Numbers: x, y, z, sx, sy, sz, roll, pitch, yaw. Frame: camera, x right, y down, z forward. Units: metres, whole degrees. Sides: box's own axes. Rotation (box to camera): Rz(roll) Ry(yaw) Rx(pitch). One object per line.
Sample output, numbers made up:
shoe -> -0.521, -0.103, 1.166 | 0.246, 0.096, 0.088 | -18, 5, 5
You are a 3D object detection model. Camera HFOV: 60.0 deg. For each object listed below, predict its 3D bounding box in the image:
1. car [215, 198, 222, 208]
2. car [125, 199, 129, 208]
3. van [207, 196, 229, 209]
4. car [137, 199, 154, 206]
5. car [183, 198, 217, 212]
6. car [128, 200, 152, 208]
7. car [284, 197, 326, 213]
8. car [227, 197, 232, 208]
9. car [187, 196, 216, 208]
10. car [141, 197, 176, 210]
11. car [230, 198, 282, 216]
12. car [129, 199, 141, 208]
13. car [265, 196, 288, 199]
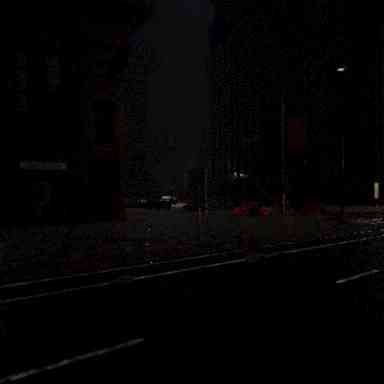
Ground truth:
car -> 1.438, 1.873, 44.960 | 1.895, 1.301, 4.718 | -1, 0, -35
car -> -10.703, 1.975, 57.431 | 1.967, 1.590, 4.097 | -2, 0, -35
van -> 4.399, 1.588, 50.904 | 1.690, 1.788, 3.998 | -2, 0, -35
car -> -10.030, 2.162, 71.222 | 1.802, 1.307, 4.206 | -2, 0, -35
car -> 0.607, 1.822, 41.492 | 2.008, 1.369, 4.403 | -2, 0, -35
car -> -9.473, 2.129, 60.495 | 2.033, 1.411, 5.357 | -1, 0, -35
car -> 13.221, 1.584, 38.447 | 1.887, 1.381, 4.507 | -2, 0, -35
car -> 7.345, 1.760, 46.753 | 1.802, 1.307, 4.206 | -2, 0, -35
car -> 1.461, 1.630, 55.057 | 2.192, 1.841, 5.009 | -2, 0, -35
car -> -5.053, 1.719, 49.461 | 2.192, 1.841, 5.009 | -2, 0, -35
car -> 6.358, 1.661, 33.383 | 1.752, 1.417, 4.829 | -2, 0, -35
car -> -7.874, 2.014, 53.447 | 1.887, 1.381, 4.507 | -2, 0, -35
car -> 10.276, 1.424, 42.599 | 2.192, 1.841, 5.009 | -2, 0, -35
